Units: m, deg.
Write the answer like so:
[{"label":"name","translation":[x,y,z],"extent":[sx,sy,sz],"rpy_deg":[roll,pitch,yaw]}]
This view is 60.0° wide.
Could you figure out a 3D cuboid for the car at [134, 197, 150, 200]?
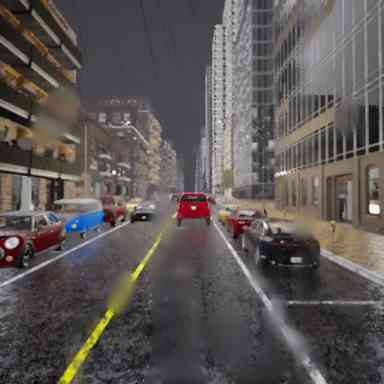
[{"label":"car","translation":[-5.656,1.348,33.451],"extent":[1.752,1.417,4.829],"rpy_deg":[1,0,0]}]

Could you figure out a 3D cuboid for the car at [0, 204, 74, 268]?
[{"label":"car","translation":[-5.666,1.382,10.831],"extent":[1.967,1.590,4.097],"rpy_deg":[1,0,0]}]

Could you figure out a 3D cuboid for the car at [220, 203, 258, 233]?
[{"label":"car","translation":[2.681,1.457,16.399],"extent":[1.887,1.381,4.507],"rpy_deg":[1,0,0]}]

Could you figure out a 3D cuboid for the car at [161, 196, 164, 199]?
[{"label":"car","translation":[-5.645,1.232,56.242],"extent":[1.752,1.417,4.829],"rpy_deg":[1,0,0]}]

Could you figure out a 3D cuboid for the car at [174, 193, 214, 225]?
[{"label":"car","translation":[0.112,1.093,23.062],"extent":[2.150,2.045,5.566],"rpy_deg":[0,0,0]}]

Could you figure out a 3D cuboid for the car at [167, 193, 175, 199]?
[{"label":"car","translation":[-5.628,1.070,90.425],"extent":[1.752,1.417,4.829],"rpy_deg":[1,0,0]}]

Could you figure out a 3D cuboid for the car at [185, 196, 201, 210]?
[{"label":"car","translation":[0.123,1.289,40.949],"extent":[1.837,1.490,4.892],"rpy_deg":[0,0,0]}]

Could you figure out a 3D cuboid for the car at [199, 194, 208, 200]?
[{"label":"car","translation":[2.713,1.141,79.075],"extent":[1.887,1.381,4.507],"rpy_deg":[1,0,0]}]

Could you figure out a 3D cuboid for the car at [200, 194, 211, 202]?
[{"label":"car","translation":[2.707,1.195,67.680],"extent":[1.887,1.381,4.507],"rpy_deg":[1,0,0]}]

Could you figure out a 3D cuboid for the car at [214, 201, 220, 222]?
[{"label":"car","translation":[2.685,1.407,22.266],"extent":[1.752,1.417,4.829],"rpy_deg":[1,0,0]}]

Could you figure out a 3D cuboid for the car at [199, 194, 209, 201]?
[{"label":"car","translation":[2.710,1.174,73.377],"extent":[2.008,1.369,4.403],"rpy_deg":[1,0,0]}]

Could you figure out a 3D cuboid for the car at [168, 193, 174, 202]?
[{"label":"car","translation":[-2.987,1.194,63.860],"extent":[1.812,1.442,4.674],"rpy_deg":[0,0,1]}]

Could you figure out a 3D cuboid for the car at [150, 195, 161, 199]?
[{"label":"car","translation":[-5.651,1.308,45.016],"extent":[1.887,1.381,4.507],"rpy_deg":[1,0,0]}]

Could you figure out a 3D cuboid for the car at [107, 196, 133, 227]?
[{"label":"car","translation":[-5.658,1.196,22.225],"extent":[2.192,1.841,5.009],"rpy_deg":[1,0,0]}]

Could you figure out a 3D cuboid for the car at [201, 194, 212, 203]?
[{"label":"car","translation":[2.705,1.203,62.152],"extent":[1.752,1.417,4.829],"rpy_deg":[1,0,0]}]

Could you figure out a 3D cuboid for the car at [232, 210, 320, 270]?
[{"label":"car","translation":[2.678,1.494,10.702],"extent":[2.008,1.369,4.403],"rpy_deg":[1,0,0]}]

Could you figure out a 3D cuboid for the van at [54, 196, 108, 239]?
[{"label":"van","translation":[-5.661,1.252,16.528],"extent":[1.690,1.788,3.998],"rpy_deg":[1,0,0]}]

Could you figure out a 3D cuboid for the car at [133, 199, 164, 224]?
[{"label":"car","translation":[-3.085,1.439,23.320],"extent":[1.994,1.385,4.181],"rpy_deg":[0,0,0]}]

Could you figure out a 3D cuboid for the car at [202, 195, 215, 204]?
[{"label":"car","translation":[2.702,1.252,56.283],"extent":[1.887,1.381,4.507],"rpy_deg":[1,0,0]}]
